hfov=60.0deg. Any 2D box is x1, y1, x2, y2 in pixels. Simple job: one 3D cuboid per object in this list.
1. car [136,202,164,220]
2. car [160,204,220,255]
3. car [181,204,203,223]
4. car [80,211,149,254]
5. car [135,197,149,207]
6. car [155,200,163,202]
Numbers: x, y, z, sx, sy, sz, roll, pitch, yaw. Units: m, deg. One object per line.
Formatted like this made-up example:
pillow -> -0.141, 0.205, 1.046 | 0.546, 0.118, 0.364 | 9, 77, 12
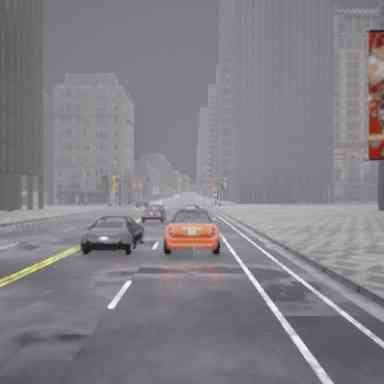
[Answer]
car -> -3.248, 1.855, 28.983 | 2.033, 1.411, 5.357 | 0, -1, 0
car -> 0.003, 1.489, 14.068 | 2.097, 1.767, 4.553 | 0, -1, 0
car -> 0.006, 1.838, 29.380 | 1.812, 1.442, 4.674 | 0, -1, 0
car -> -3.242, 1.705, 14.266 | 1.994, 1.385, 4.181 | 0, -1, 0
car -> -9.750, 1.986, 65.709 | 2.150, 2.045, 5.566 | 0, -1, 0
car -> -6.505, 2.302, 65.358 | 1.812, 1.442, 4.674 | 0, -1, 0
